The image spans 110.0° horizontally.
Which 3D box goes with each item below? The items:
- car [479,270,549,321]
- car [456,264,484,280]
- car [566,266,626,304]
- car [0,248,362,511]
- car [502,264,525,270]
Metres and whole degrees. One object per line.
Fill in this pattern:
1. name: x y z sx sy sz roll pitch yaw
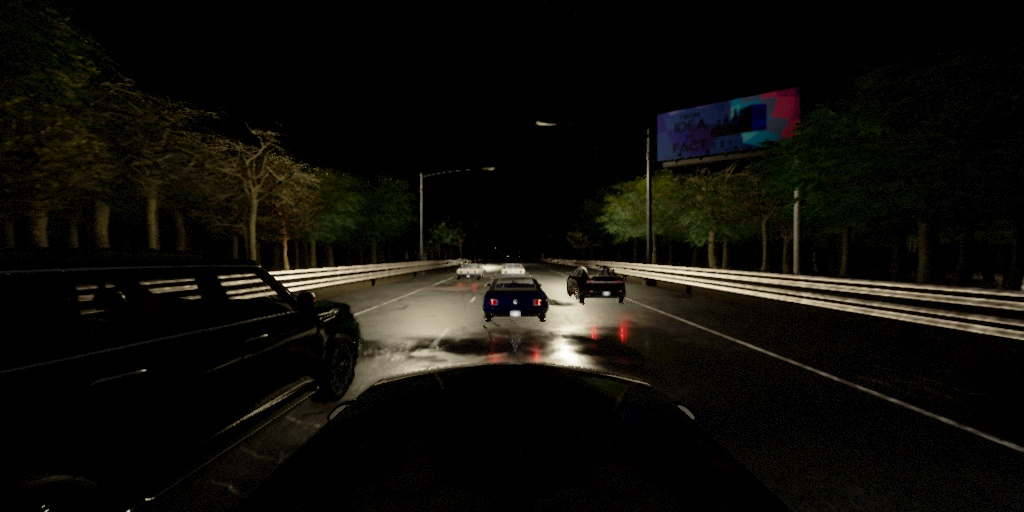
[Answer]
1. car: 0.100 1.325 12.284 1.895 1.301 4.718 0 0 0
2. car: -3.407 1.281 30.079 1.895 1.301 4.718 0 0 0
3. car: 3.599 1.207 16.082 2.128 1.511 4.902 0 0 0
4. car: -3.400 0.968 3.203 2.150 2.045 5.566 0 0 0
5. car: 0.097 1.281 29.998 1.895 1.301 4.718 0 0 0
